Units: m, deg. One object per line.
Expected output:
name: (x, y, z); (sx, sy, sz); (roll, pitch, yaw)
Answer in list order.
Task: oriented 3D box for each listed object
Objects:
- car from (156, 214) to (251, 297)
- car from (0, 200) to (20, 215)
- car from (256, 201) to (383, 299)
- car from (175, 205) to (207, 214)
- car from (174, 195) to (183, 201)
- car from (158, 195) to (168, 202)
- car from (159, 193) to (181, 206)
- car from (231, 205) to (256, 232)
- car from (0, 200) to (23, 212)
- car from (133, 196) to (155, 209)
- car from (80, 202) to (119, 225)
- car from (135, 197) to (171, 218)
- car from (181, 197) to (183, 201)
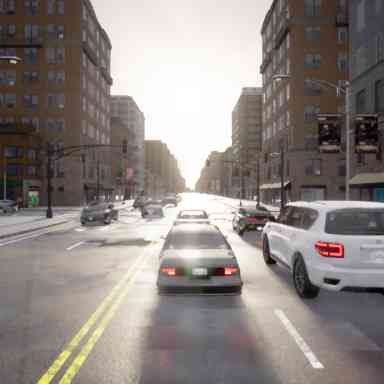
car: (0.080, 1.548, 8.777); (2.033, 1.411, 5.357); (0, 0, -2)
car: (-19.740, 1.484, 32.793); (4.902, 1.511, 2.128); (0, 0, 0)
car: (3.342, 1.222, 8.598); (2.150, 2.045, 5.566); (0, 0, 0)
car: (0.069, 1.601, 18.426); (1.895, 1.301, 4.718); (0, 0, 2)
car: (-3.323, 1.536, 82.276); (1.994, 1.385, 4.181); (0, 0, 0)
car: (-6.567, 1.461, 75.984); (1.882, 1.535, 5.008); (0, 0, 0)
car: (-3.392, 1.217, 52.315); (2.150, 2.045, 5.566); (0, 0, 0)
car: (3.335, 1.505, 18.455); (1.837, 1.490, 4.892); (0, 0, 1)
car: (-22.157, 1.579, 38.291); (4.313, 1.339, 1.947); (0, 0, 0)
car: (-6.636, 1.350, 44.785); (2.097, 1.767, 4.553); (0, 0, 0)
car: (-6.620, 1.506, 24.185); (1.837, 1.490, 4.892); (0, 0, 0)
car: (-3.372, 1.485, 29.612); (2.128, 1.511, 4.902); (0, 0, 0)
car: (-3.311, 1.468, 69.464); (1.882, 1.535, 5.008); (0, 0, 0)
